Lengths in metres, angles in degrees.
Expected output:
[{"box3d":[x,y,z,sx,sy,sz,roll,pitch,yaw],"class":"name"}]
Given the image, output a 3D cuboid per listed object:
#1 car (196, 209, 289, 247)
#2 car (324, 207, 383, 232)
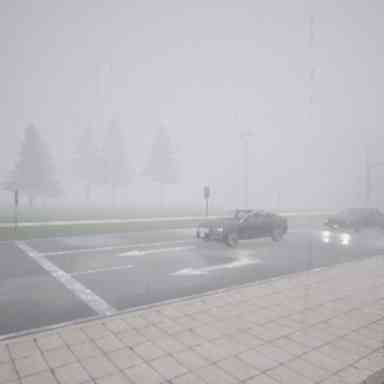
[{"box3d":[2.427,1.575,15.539,4.902,1.511,2.128,1,0,-35],"class":"car"},{"box3d":[10.826,1.709,21.485,5.357,1.411,2.033,1,0,-35],"class":"car"}]
